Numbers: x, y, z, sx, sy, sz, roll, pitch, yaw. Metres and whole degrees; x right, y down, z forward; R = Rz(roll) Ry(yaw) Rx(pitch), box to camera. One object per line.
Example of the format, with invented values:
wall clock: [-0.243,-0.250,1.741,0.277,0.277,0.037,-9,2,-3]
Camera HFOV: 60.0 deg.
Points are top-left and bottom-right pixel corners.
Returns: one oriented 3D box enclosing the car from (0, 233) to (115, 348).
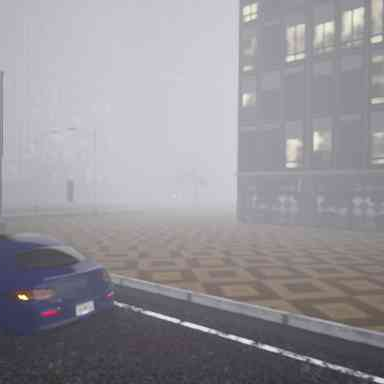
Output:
car: [-3.406,1.497,6.115,4.674,1.442,1.812,0,0,36]
